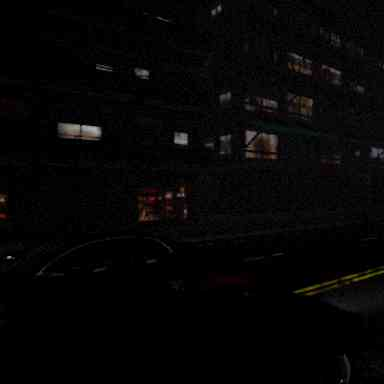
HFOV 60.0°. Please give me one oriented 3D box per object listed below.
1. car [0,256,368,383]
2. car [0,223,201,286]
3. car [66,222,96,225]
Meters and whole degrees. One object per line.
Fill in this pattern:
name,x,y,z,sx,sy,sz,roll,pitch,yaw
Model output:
car,-0.304,1.598,3.238,4.718,1.301,1.895,0,0,-36
car,-1.991,1.502,6.288,4.892,1.490,1.837,0,0,-36
car,-3.218,1.560,9.412,4.181,1.385,1.994,0,0,-36
